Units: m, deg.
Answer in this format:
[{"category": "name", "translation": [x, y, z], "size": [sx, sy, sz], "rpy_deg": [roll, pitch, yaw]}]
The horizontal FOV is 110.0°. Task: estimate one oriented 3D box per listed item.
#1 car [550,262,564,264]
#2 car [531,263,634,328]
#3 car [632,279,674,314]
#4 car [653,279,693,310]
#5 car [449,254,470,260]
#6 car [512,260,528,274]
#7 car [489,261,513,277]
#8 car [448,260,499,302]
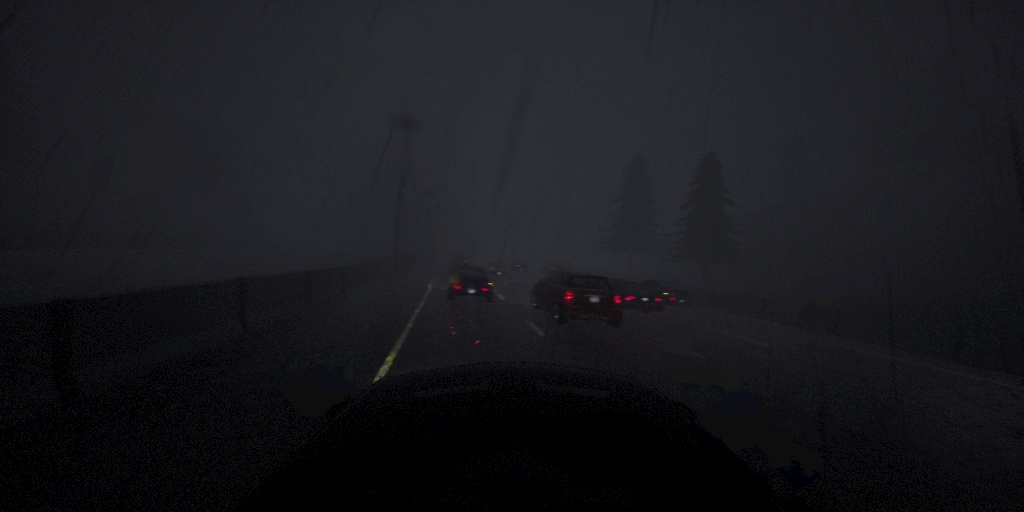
[{"category": "car", "translation": [4.756, 1.468, 39.440], "size": [2.097, 1.767, 4.553], "rpy_deg": [5, 0, -10]}, {"category": "car", "translation": [2.169, 1.336, 13.074], "size": [2.097, 1.767, 4.553], "rpy_deg": [5, 0, -10]}, {"category": "car", "translation": [5.003, 1.784, 17.100], "size": [2.033, 1.411, 5.357], "rpy_deg": [5, 0, -10]}, {"category": "car", "translation": [8.054, 2.026, 19.963], "size": [1.812, 1.442, 4.674], "rpy_deg": [5, 0, -10]}, {"category": "car", "translation": [-5.498, 0.582, 37.337], "size": [2.097, 1.767, 4.553], "rpy_deg": [5, 0, -10]}, {"category": "car", "translation": [0.667, 1.231, 42.616], "size": [1.837, 1.490, 4.892], "rpy_deg": [5, 1, -10]}, {"category": "car", "translation": [-1.501, 1.208, 34.500], "size": [1.895, 1.301, 4.718], "rpy_deg": [5, 0, -10]}, {"category": "car", "translation": [-1.953, 1.159, 16.407], "size": [1.812, 1.442, 4.674], "rpy_deg": [5, 0, -10]}]
